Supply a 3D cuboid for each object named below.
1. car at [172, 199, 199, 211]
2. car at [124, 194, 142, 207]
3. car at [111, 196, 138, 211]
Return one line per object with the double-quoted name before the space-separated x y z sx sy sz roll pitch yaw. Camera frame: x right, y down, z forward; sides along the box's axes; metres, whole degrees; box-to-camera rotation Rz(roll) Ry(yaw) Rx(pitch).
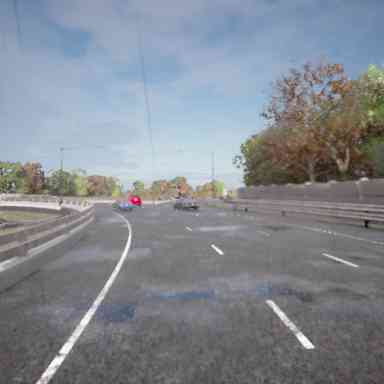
"car" -0.855 1.553 41.492 2.033 1.411 5.357 -1 0 -23
"car" -9.660 1.326 51.964 2.150 2.045 5.566 -1 0 -29
"car" -9.038 1.648 42.934 2.033 1.411 5.357 -1 0 -25
